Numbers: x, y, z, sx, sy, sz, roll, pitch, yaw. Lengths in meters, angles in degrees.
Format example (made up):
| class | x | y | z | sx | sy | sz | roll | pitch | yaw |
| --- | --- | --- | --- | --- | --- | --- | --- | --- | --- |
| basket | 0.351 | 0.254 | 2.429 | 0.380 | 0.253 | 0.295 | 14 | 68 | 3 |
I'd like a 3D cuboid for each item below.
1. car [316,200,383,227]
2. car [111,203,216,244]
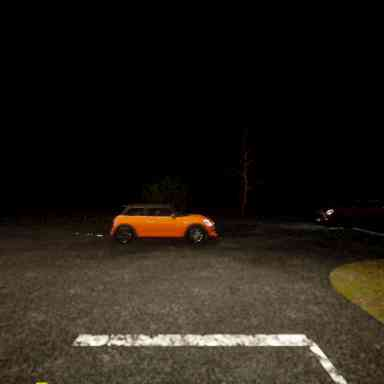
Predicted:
| class | x | y | z | sx | sy | sz | roll | pitch | yaw |
| --- | --- | --- | --- | --- | --- | --- | --- | --- | --- |
| car | 10.747 | 1.289 | 22.283 | 4.553 | 1.767 | 2.097 | 0 | 0 | -2 |
| car | -1.231 | 1.311 | 14.966 | 4.553 | 1.767 | 2.097 | 0 | 0 | -1 |
